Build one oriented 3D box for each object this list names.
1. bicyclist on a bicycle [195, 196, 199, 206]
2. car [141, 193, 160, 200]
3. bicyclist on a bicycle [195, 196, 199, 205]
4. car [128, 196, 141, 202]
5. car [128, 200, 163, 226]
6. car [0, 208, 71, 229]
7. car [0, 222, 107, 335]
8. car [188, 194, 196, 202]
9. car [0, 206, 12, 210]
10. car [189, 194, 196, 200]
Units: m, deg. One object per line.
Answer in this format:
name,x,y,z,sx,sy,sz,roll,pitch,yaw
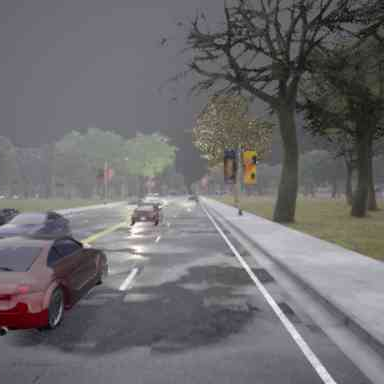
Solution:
bicyclist on a bicycle,0.903,1.464,51.878,0.866,1.612,1.509,0,-1,0
car,-6.537,1.251,55.562,2.150,2.045,5.566,0,0,1
bicyclist on a bicycle,0.910,1.488,60.275,0.582,1.620,1.656,0,0,0
car,-9.779,1.537,57.347,1.837,1.490,4.892,0,0,1
car,-3.143,1.536,23.641,1.812,1.442,4.674,0,0,0
car,-6.595,1.531,14.031,1.812,1.442,4.674,0,0,0
car,-3.148,1.565,6.861,1.994,1.385,4.181,0,0,0
car,0.020,1.537,79.573,1.837,1.490,4.892,0,0,0
car,-9.844,1.484,16.294,1.882,1.535,5.008,0,0,0
car,0.024,1.406,93.890,1.882,1.535,5.008,0,0,0
